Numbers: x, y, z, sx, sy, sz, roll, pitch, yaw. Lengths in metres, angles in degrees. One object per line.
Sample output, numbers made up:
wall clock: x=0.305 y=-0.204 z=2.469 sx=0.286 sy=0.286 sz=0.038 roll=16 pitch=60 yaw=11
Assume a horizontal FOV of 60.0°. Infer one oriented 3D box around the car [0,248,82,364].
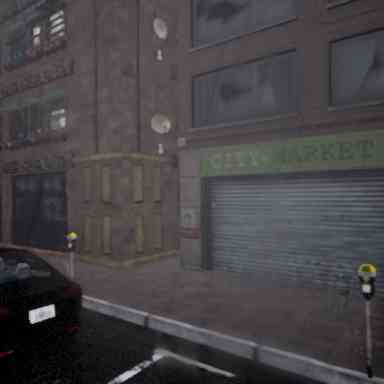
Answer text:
car: x=-3.598 y=1.601 z=5.450 sx=4.313 sy=1.339 sz=1.947 roll=0 pitch=-1 yaw=36
